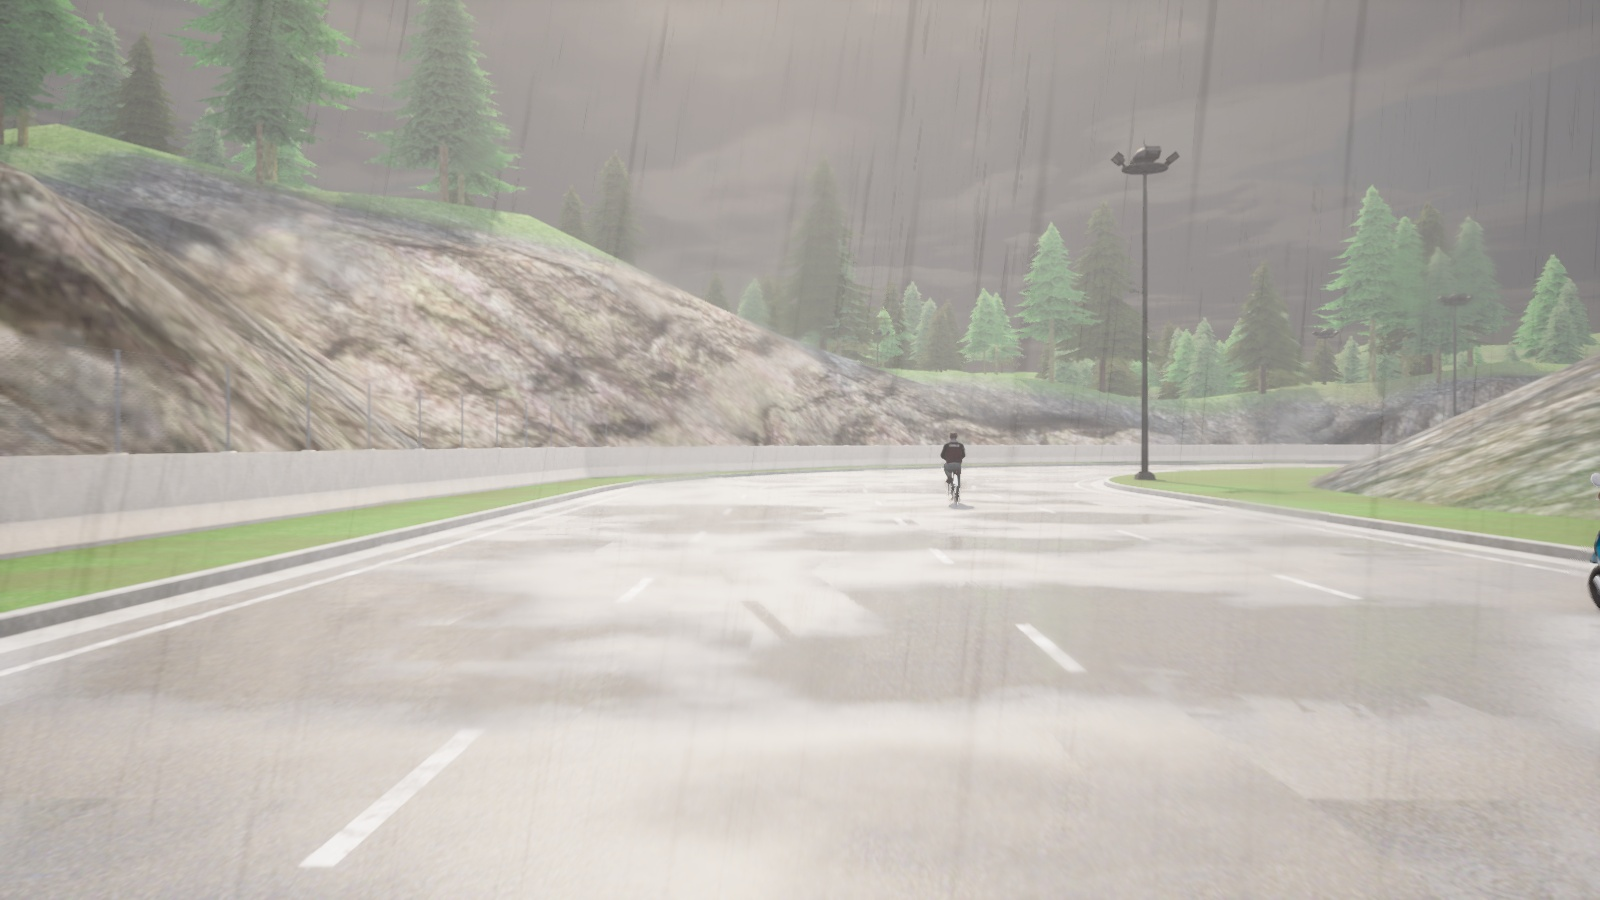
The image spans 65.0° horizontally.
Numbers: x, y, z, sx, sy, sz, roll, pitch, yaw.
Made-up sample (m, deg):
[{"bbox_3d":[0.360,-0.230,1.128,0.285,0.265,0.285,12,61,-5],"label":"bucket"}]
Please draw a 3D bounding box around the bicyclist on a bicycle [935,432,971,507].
[{"bbox_3d":[3.689,0.450,30.366,0.659,1.776,1.843,0,1,0],"label":"bicyclist on a bicycle"}]

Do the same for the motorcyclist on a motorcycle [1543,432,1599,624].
[{"bbox_3d":[7.075,0.648,10.311,0.866,1.590,1.817,0,0,0],"label":"motorcyclist on a motorcycle"}]
